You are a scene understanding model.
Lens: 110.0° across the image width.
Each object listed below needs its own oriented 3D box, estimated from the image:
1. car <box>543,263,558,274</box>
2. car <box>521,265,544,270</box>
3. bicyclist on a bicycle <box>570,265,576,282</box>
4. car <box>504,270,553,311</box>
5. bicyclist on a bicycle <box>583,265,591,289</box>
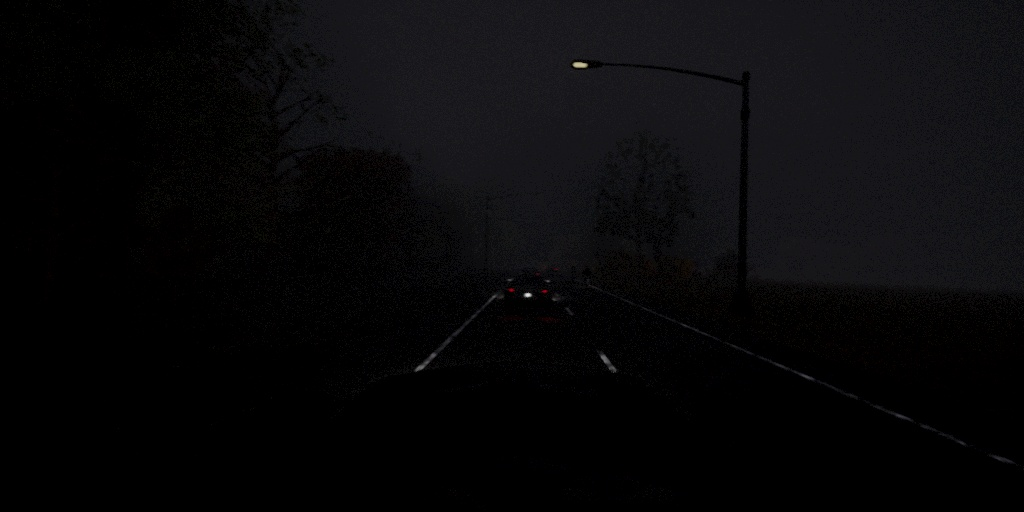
[{"bbox_3d":[6.525,2.160,59.103,2.033,1.411,5.357,2,-1,3],"label":"car"},{"bbox_3d":[1.650,1.733,33.327,1.994,1.385,4.181,2,-1,3],"label":"car"},{"bbox_3d":[6.177,1.783,36.182,0.582,1.620,1.656,2,-1,3],"label":"bicyclist on a bicycle"},{"bbox_3d":[0.718,1.499,15.767,1.994,1.385,4.181,2,-1,3],"label":"car"},{"bbox_3d":[5.712,1.583,27.391,0.659,1.776,1.843,2,0,3],"label":"bicyclist on a bicycle"}]
